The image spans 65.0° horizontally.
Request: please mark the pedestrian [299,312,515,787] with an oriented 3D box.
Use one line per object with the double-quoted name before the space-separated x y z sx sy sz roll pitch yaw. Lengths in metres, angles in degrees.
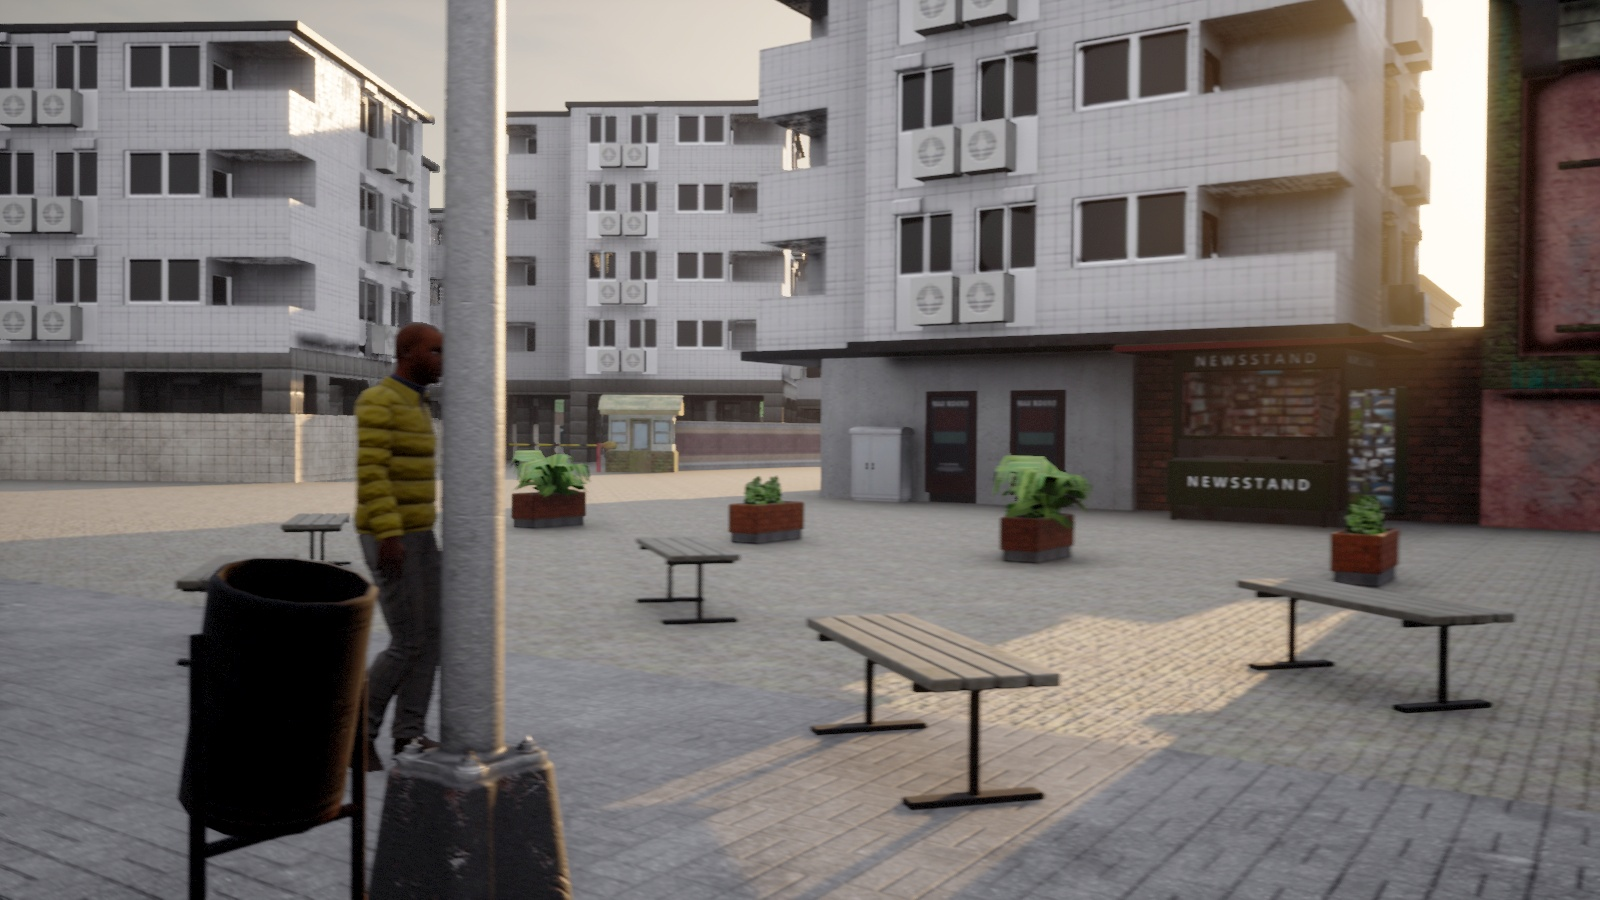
"pedestrian" -1.588 0.386 5.107 0.726 1.835 0.370 0 1 12
